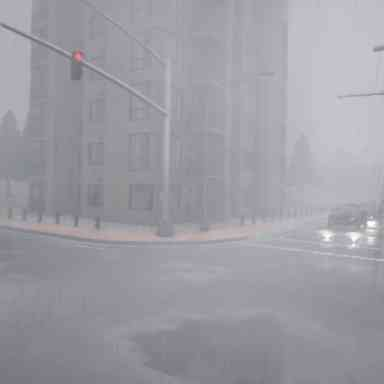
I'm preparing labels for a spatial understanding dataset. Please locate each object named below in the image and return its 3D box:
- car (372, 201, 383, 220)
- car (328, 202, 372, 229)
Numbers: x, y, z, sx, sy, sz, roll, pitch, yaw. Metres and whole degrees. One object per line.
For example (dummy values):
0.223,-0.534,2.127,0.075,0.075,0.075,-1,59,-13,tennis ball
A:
16.440,1.666,30.924,2.128,1.511,4.902,1,0,35,car
10.759,1.582,22.780,1.882,1.535,5.008,1,0,35,car
